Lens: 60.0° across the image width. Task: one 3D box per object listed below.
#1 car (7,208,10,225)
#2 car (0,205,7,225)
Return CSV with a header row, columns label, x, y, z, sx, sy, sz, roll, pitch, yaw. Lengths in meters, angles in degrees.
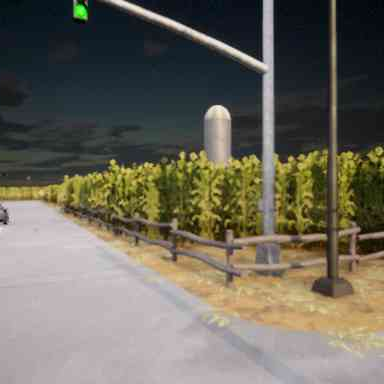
label,x,y,z,sx,sy,sz,roll,pitch,yaw
car,-14.019,1.595,23.524,1.994,1.385,4.181,0,0,-27
car,-9.097,1.512,13.724,2.128,1.511,4.902,0,0,-27
